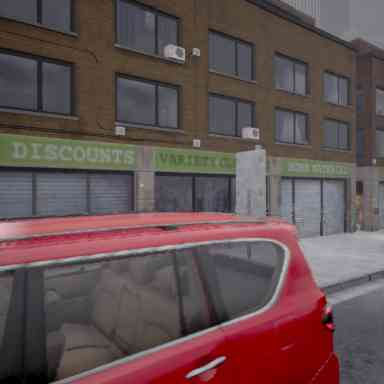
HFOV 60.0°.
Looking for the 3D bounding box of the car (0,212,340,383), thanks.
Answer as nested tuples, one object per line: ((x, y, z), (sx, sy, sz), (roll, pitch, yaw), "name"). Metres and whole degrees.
((-1.345, 1.221, 2.113), (5.566, 2.045, 2.150), (0, 0, -35), "car")
